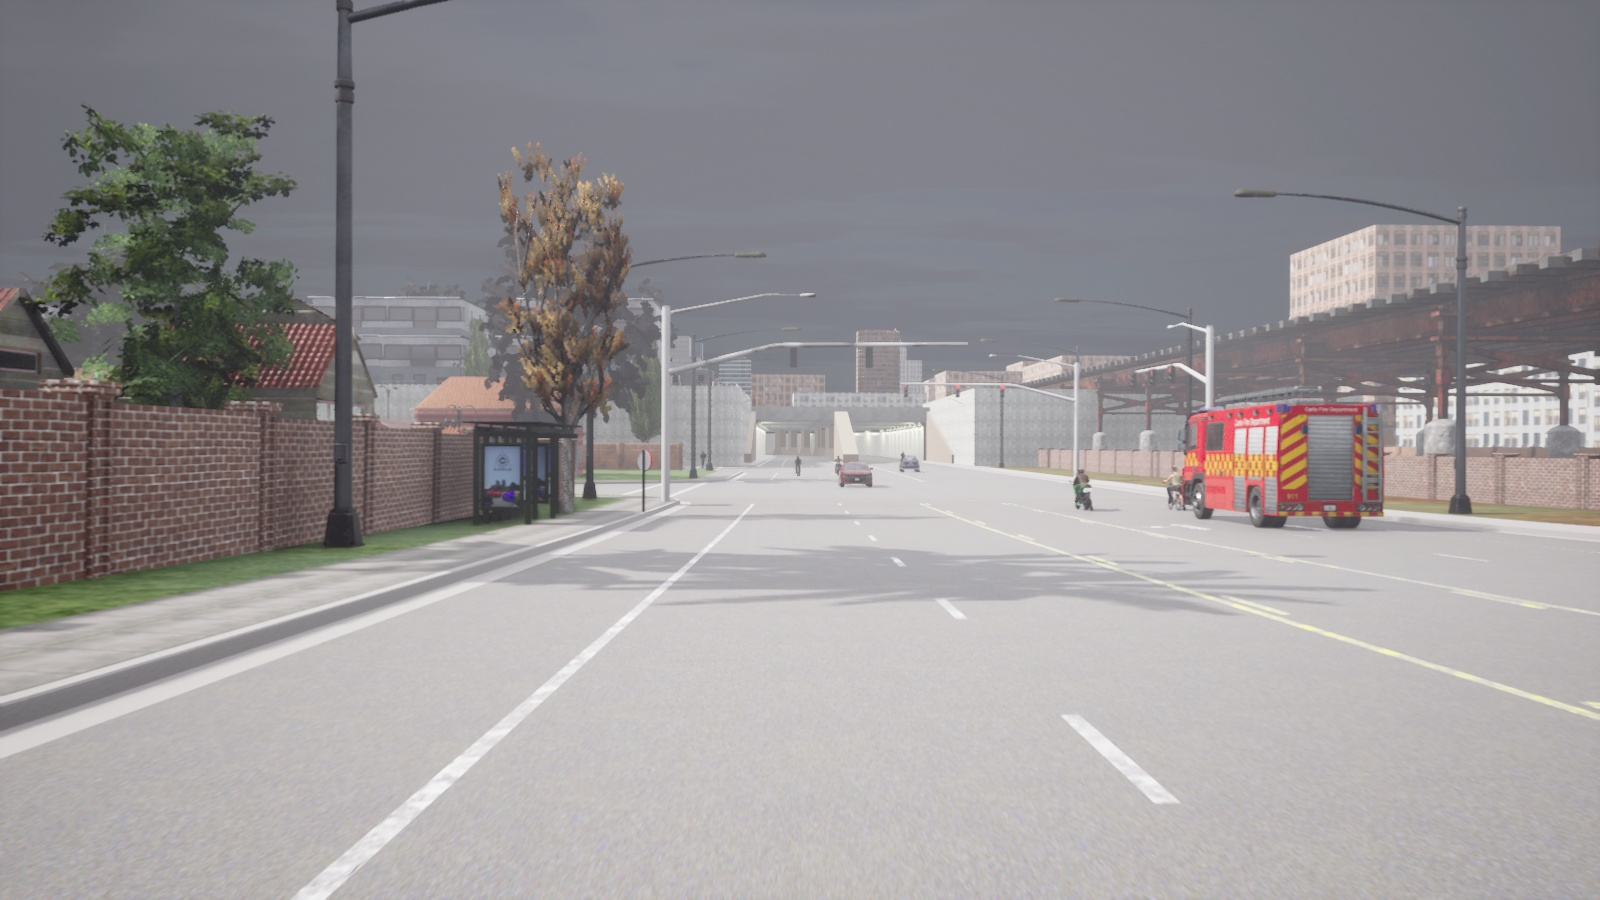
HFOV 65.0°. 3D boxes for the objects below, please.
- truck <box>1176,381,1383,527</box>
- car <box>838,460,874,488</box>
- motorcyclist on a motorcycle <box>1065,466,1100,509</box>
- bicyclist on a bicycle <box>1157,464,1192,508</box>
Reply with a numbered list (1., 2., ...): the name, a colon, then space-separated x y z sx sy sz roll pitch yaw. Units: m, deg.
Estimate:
1. truck: 13.899 0.145 37.308 2.891 3.827 8.468 0 0 0
2. car: 3.306 1.403 74.965 1.882 1.535 5.008 0 0 0
3. motorcyclist on a motorcycle: 10.381 1.375 46.242 0.797 1.523 2.044 0 0 0
4. bicyclist on a bicycle: 13.879 1.320 46.579 0.866 1.612 1.509 0 0 0
